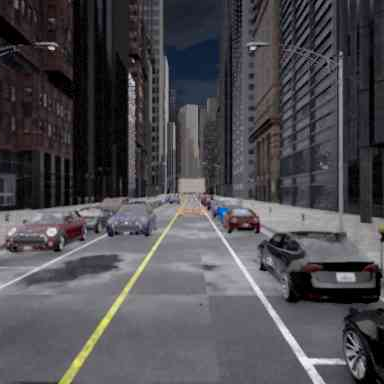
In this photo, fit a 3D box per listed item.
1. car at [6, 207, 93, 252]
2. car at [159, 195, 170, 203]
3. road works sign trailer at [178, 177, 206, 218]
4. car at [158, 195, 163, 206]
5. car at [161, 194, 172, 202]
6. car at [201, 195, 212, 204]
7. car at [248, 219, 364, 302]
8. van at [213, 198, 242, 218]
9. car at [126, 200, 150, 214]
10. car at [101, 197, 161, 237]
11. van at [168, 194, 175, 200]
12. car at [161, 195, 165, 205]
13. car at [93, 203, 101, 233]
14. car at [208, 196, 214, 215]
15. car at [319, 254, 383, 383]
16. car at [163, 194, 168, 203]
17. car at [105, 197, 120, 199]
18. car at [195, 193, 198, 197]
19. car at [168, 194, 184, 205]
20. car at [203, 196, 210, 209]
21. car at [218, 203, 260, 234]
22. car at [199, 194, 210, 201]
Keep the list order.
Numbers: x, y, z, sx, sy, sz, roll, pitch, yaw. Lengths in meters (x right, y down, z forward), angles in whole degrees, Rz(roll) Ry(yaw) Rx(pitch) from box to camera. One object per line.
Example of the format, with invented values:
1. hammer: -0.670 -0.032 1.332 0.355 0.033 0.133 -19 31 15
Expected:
1. car: -5.763 1.442 13.647 1.967 1.590 4.097 0 0 0
2. car: -5.770 1.481 69.741 1.967 1.590 4.097 0 0 0
3. road works sign trailer: -0.003 0.472 29.215 2.380 3.560 2.880 0 0 0
4. car: -5.767 1.569 47.304 2.008 1.369 4.403 0 0 0
5. car: -5.770 1.362 75.351 2.192 1.841 5.009 0 0 0
6. car: 2.757 1.606 52.927 1.802 1.307 4.206 0 0 0
7. car: 2.763 1.567 8.054 1.947 1.339 4.313 0 0 0
8. van: 2.761 1.347 24.882 1.690 1.788 3.998 0 0 0
9. car: -5.766 1.577 36.085 1.947 1.339 4.313 0 0 0
10. car: -3.102 1.356 17.959 2.097 1.767 4.553 0 0 0
11. van: -5.772 1.407 92.180 1.690 1.788 3.998 0 0 0
12. car: -5.768 1.606 52.913 1.802 1.307 4.206 0 0 0
13. car: -5.764 1.555 19.256 2.008 1.369 4.403 0 0 0
14. car: 2.760 1.448 30.491 1.967 1.590 4.097 0 0 0
15. car: 2.764 1.566 2.445 1.947 1.339 4.313 0 0 0
16. car: -5.768 1.554 58.353 1.752 1.417 4.829 0 0 0
17. car: -5.764 1.321 24.866 2.192 1.841 5.009 0 0 0
18. car: 2.753 1.381 92.191 2.192 1.841 5.009 0 0 0
19. car: -3.046 1.578 59.975 2.033 1.411 5.357 0 0 1
20. car: 2.759 1.581 41.708 1.947 1.339 4.313 0 0 0
21. car: 2.762 1.549 19.273 1.887 1.381 4.507 0 0 0
22. car: 2.757 1.345 58.536 2.192 1.841 5.009 0 0 0
